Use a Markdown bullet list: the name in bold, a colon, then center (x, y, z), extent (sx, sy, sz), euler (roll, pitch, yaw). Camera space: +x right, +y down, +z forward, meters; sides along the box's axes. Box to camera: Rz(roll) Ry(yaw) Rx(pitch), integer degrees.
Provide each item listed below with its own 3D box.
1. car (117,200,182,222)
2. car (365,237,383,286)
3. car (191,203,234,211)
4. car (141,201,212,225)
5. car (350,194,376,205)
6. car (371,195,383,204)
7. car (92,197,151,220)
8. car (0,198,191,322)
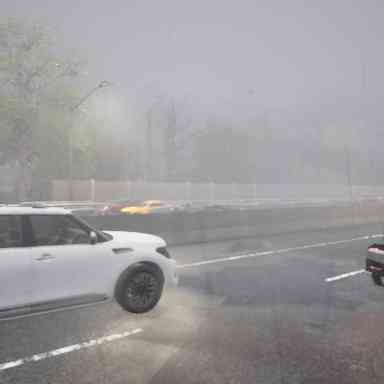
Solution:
- **car**: center (-3.405, 1.486, 27.354), extent (5.008, 1.535, 1.882), euler (0, 0, -35)
- **car**: center (6.157, 1.496, 8.136), extent (4.902, 1.511, 2.128), euler (0, 0, -35)
- **car**: center (0.737, 1.513, 21.710), extent (4.892, 1.490, 1.837), euler (0, 0, -35)
- **car**: center (-1.098, 1.500, 24.701), extent (4.902, 1.511, 2.128), euler (0, 0, -35)
- **car**: center (27.970, 1.286, 53.944), extent (5.566, 2.045, 2.150), euler (0, 0, -35)
- **car**: center (30.224, 1.568, 51.261), extent (4.892, 1.490, 1.837), euler (0, 0, -35)
- **car**: center (-6.114, 1.359, 29.156), extent (4.553, 1.767, 2.097), euler (0, 0, -38)
- **car**: center (-2.953, 1.222, 5.946), extent (5.566, 2.045, 2.150), euler (0, 0, -35)
